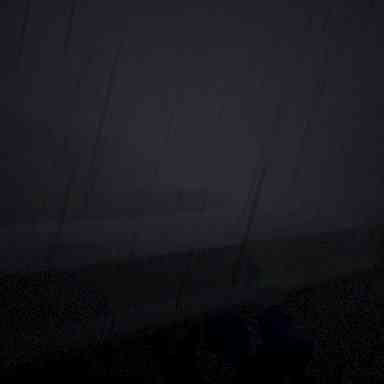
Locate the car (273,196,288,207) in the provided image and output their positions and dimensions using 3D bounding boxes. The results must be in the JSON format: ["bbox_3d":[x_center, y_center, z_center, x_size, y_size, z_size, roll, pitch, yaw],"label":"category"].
[{"bbox_3d":[14.016,1.396,52.594,2.097,1.767,4.553,0,0,11],"label":"car"}]

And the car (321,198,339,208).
[{"bbox_3d":[20.612,1.571,49.785,2.033,1.411,5.357,0,0,13],"label":"car"}]

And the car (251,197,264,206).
[{"bbox_3d":[11.136,1.623,56.515,1.994,1.385,4.181,0,0,8],"label":"car"}]

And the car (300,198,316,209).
[{"bbox_3d":[15.986,1.507,46.027,1.882,1.535,5.008,0,0,16],"label":"car"}]
